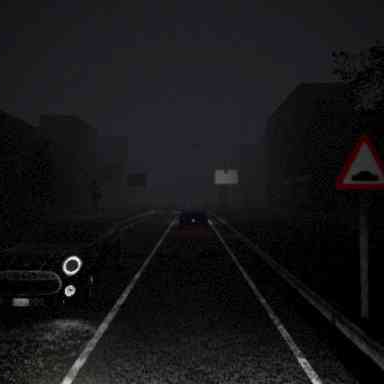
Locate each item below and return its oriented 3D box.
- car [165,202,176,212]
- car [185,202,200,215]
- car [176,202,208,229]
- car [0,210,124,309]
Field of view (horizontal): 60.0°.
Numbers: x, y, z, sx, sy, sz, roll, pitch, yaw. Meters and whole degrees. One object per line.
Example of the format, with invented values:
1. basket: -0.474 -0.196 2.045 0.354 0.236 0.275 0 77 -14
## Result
1. car: -3.098 2.256 51.131 1.812 1.442 4.674 0 -2 0
2. car: 0.076 2.014 41.182 1.812 1.442 4.674 0 -2 0
3. car: 0.084 1.658 23.276 1.882 1.535 5.008 0 0 0
4. car: -3.100 1.411 8.270 2.097 1.767 4.553 0 0 0
